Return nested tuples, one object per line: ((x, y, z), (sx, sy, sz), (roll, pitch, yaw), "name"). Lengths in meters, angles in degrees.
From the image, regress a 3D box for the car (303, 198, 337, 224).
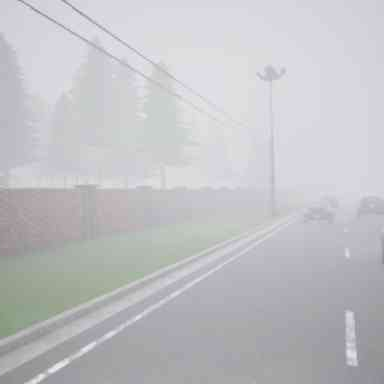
((8.980, 1.366, 23.468), (1.812, 1.442, 4.674), (-1, 0, 25), "car")

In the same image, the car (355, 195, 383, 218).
((14.306, 1.088, 26.678), (2.097, 1.767, 4.553), (-1, 0, 25), "car")

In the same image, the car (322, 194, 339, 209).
((16.259, 1.060, 39.391), (2.097, 1.767, 4.553), (-1, 0, 25), "car")

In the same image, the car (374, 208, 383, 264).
((5.821, 1.368, 8.109), (1.882, 1.535, 5.008), (-1, 0, 25), "car")
